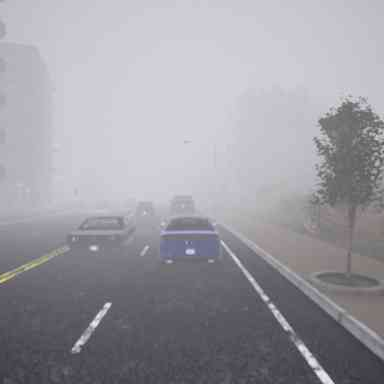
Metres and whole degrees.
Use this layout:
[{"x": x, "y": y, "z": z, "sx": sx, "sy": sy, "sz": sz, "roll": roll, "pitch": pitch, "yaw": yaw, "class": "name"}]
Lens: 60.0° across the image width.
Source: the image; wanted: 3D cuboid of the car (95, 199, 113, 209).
[{"x": -12.132, "y": 1.669, "z": 45.958, "sx": 1.895, "sy": 1.301, "sz": 4.718, "roll": 0, "pitch": 0, "yaw": -5, "class": "car"}]

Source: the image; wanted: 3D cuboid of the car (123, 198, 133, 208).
[{"x": -9.277, "y": 1.590, "z": 50.173, "sx": 1.812, "sy": 1.442, "sz": 4.674, "roll": 0, "pitch": 0, "yaw": -5, "class": "car"}]

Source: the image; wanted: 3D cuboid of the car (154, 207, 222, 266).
[{"x": -0.101, "y": 1.494, "z": 11.650, "sx": 1.882, "sy": 1.535, "sz": 5.008, "roll": 0, "pitch": 0, "yaw": -1, "class": "car"}]

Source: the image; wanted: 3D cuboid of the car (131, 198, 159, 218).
[{"x": -4.229, "y": 1.549, "z": 30.907, "sx": 1.837, "sy": 1.490, "sz": 4.892, "roll": 0, "pitch": 0, "yaw": -4, "class": "car"}]

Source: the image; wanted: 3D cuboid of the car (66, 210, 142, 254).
[{"x": -3.396, "y": 1.624, "z": 13.538, "sx": 1.895, "sy": 1.301, "sz": 4.718, "roll": 0, "pitch": 0, "yaw": -2, "class": "car"}]

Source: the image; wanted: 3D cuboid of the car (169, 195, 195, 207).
[{"x": -0.897, "y": 1.260, "z": 29.875, "sx": 2.150, "sy": 2.045, "sz": 5.566, "roll": 0, "pitch": 0, "yaw": -4, "class": "car"}]
